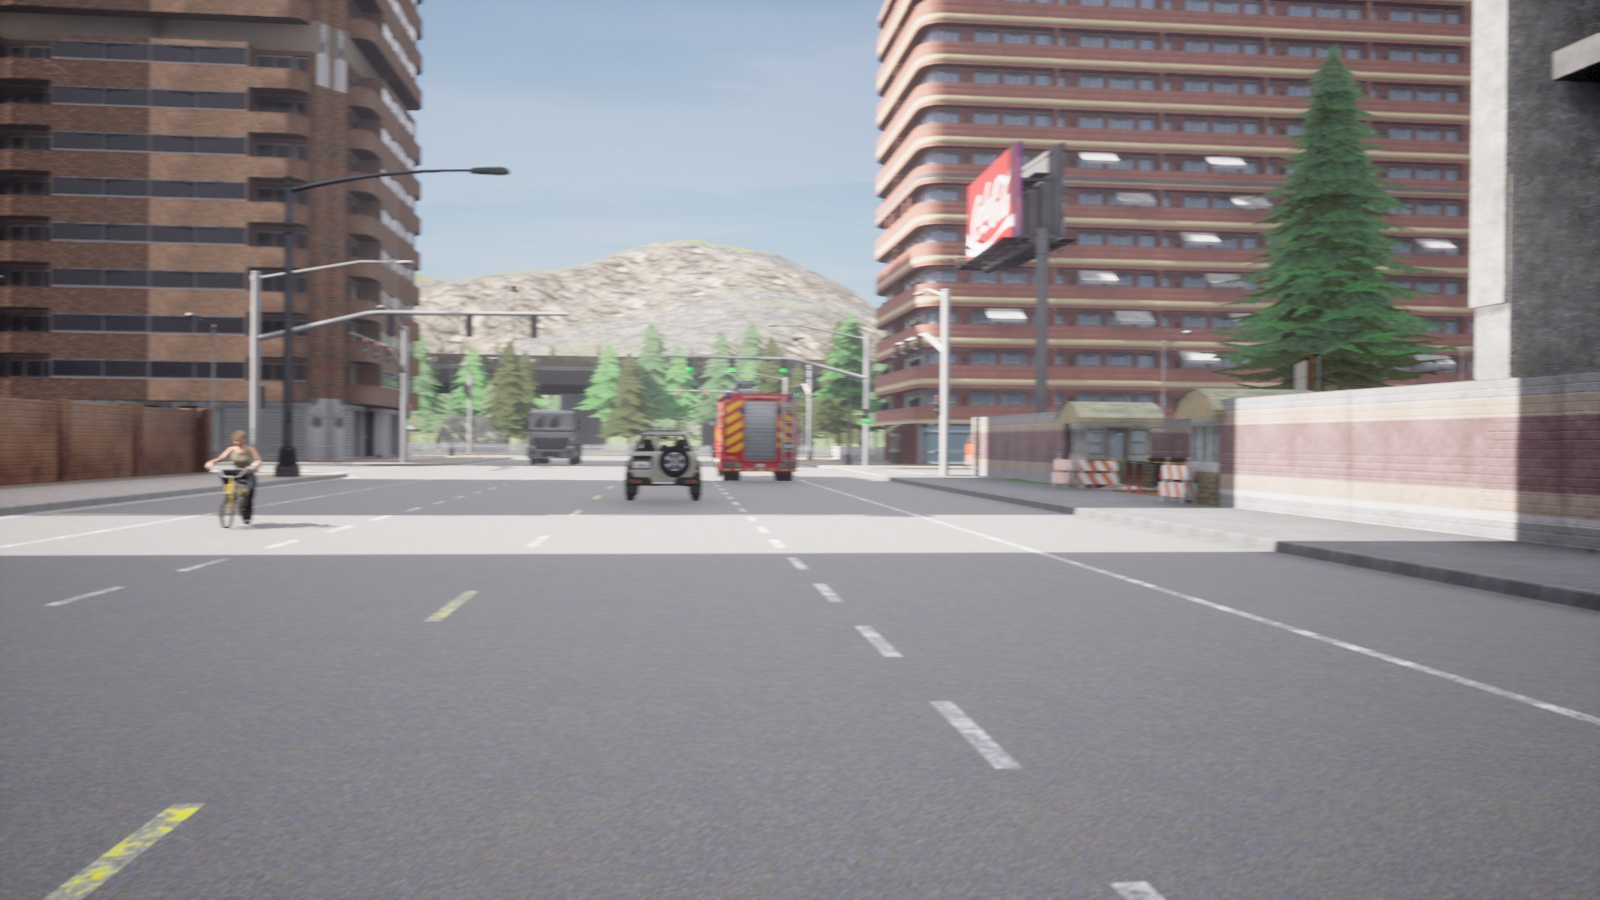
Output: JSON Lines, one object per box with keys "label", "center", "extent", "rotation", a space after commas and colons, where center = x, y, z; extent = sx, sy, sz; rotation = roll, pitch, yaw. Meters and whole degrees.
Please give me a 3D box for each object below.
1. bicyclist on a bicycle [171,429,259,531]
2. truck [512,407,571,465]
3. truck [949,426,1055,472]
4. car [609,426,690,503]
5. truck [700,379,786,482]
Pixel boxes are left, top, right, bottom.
{"label": "bicyclist on a bicycle", "center": [-9.588, 0.470, 20.655], "extent": [0.866, 1.612, 1.509], "rotation": [0, 0, -6]}
{"label": "truck", "center": [-16.145, -0.857, 78.931], "extent": [2.891, 3.462, 7.936], "rotation": [0, 0, -6]}
{"label": "truck", "center": [11.064, -0.051, 69.055], "extent": [5.204, 2.467, 2.627], "rotation": [0, 0, -7]}
{"label": "car", "center": [-3.915, 0.331, 32.793], "extent": [1.932, 1.855, 4.605], "rotation": [0, 0, -6]}
{"label": "truck", "center": [-2.463, -0.746, 51.258], "extent": [2.891, 3.827, 8.468], "rotation": [0, 0, -6]}
